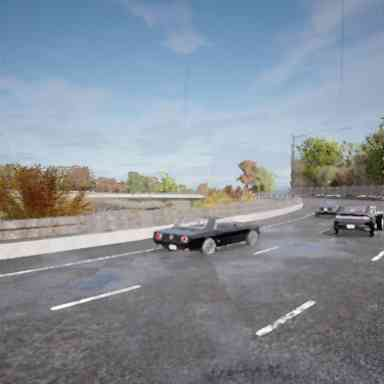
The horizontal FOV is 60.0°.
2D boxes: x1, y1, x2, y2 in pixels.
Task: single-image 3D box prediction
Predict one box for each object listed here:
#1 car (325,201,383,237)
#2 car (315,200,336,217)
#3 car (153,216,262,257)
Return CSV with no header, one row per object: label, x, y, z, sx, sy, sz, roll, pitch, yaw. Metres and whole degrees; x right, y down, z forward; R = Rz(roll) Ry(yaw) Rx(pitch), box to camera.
car,8.918,1.402,17.643,2.128,1.511,4.902,0,0,36
car,11.906,1.413,28.684,2.033,1.411,5.357,0,0,30
car,0.814,1.560,12.896,1.895,1.301,4.718,0,0,41
